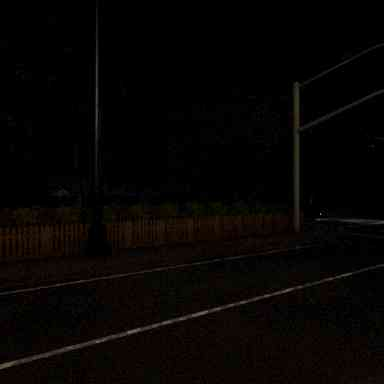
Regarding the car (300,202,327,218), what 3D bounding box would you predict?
[{"bbox_3d":[9.861,1.601,30.565,1.895,1.301,4.718,0,0,-35],"label":"car"}]
